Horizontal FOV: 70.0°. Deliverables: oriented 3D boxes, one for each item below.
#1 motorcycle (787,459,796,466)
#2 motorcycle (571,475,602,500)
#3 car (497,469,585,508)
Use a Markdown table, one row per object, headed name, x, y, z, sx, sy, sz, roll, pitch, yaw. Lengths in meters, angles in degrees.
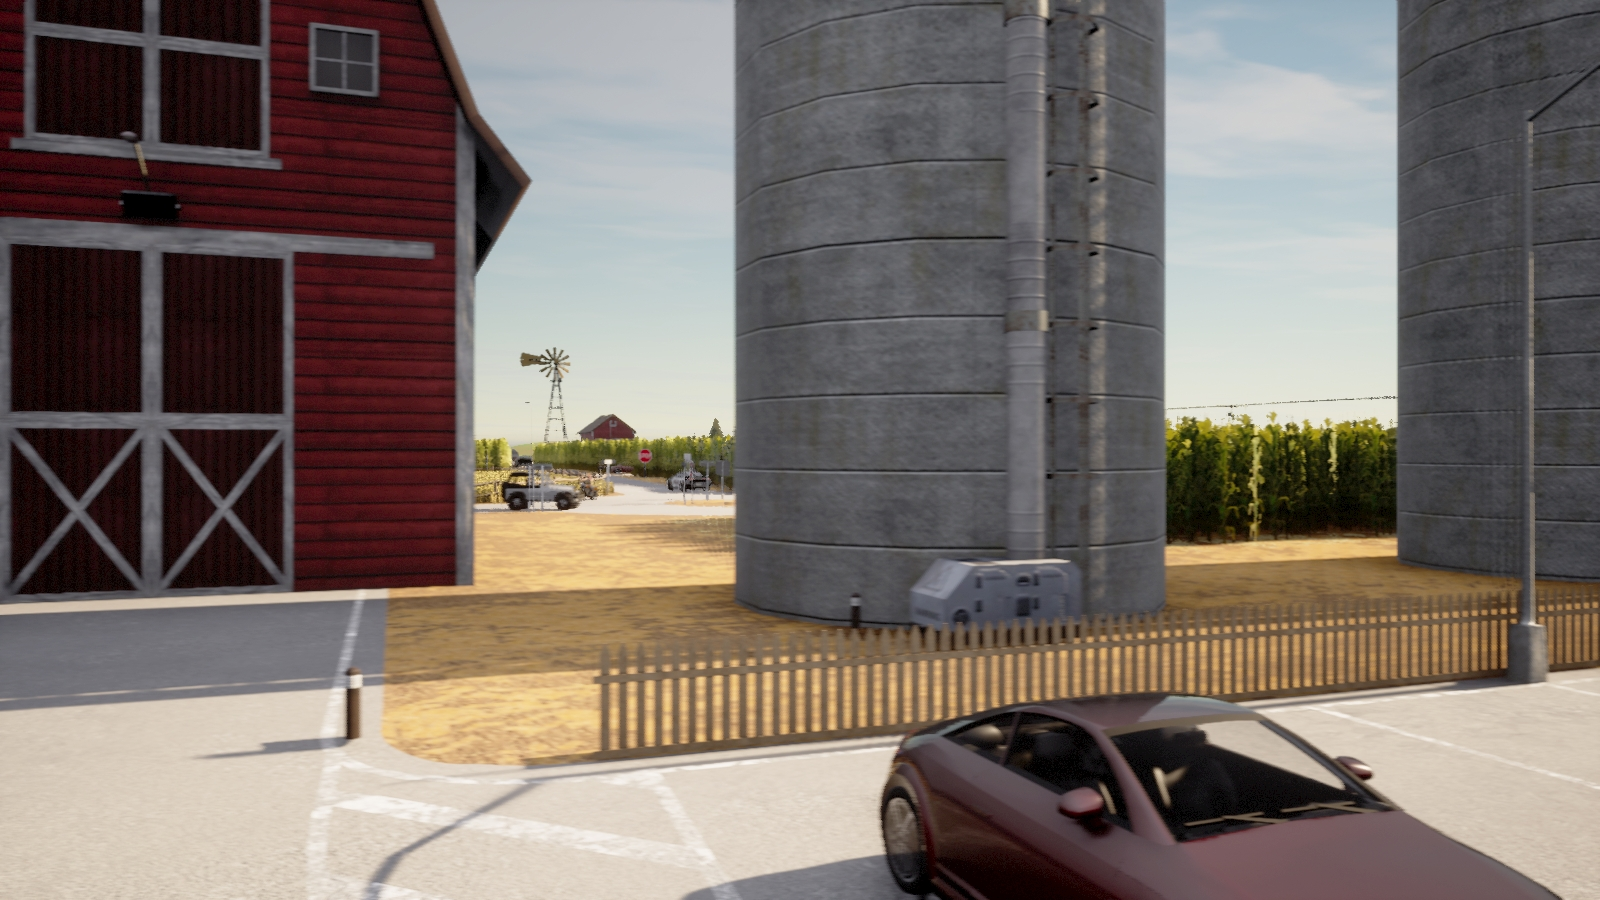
| name | x | y | z | sx | sy | sz | roll | pitch | yaw |
| --- | --- | --- | --- | --- | --- | --- | --- | --- | --- |
| motorcycle | -1.408 | 2.154 | 197.387 | 0.764 | 1.307 | 2.356 | 0 | 0 | -21 |
| motorcycle | -12.331 | 2.155 | 66.080 | 0.764 | 1.307 | 2.356 | 0 | 0 | 18 |
| car | -12.631 | 1.857 | 55.906 | 3.866 | 1.878 | 1.905 | 0 | -1 | 0 |
